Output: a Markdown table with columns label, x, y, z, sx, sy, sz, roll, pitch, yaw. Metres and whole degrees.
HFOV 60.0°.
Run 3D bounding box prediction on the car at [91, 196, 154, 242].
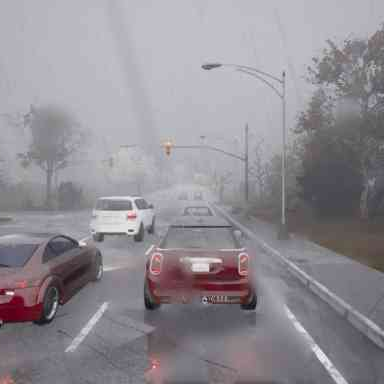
| label | x | y | z | sx | sy | sz | roll | pitch | yaw |
| --- | --- | --- | --- | --- | --- | --- | --- | --- | --- |
| car | -3.246 | 1.221 | 16.543 | 2.150 | 2.045 | 5.566 | 0 | 0 | 3 |

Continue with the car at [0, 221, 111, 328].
| label | x | y | z | sx | sy | sz | roll | pitch | yaw |
| --- | --- | --- | --- | --- | --- | --- | --- | --- | --- |
| car | -3.337 | 1.564 | 7.125 | 1.994 | 1.385 | 4.181 | 0 | 0 | 0 |

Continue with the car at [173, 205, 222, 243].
| label | x | y | z | sx | sy | sz | roll | pitch | yaw |
| --- | --- | --- | --- | --- | --- | --- | --- | --- | --- |
| car | 0.290 | 1.491 | 16.981 | 2.128 | 1.511 | 4.902 | 0 | 0 | 1 |

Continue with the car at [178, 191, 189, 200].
| label | x | y | z | sx | sy | sz | roll | pitch | yaw |
| --- | --- | --- | --- | --- | --- | --- | --- | --- | --- |
| car | -2.123 | 1.043 | 75.557 | 1.994 | 1.385 | 4.181 | 0 | 3 | 1 |

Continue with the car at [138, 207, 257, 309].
| label | x | y | z | sx | sy | sz | roll | pitch | yaw |
| --- | --- | --- | --- | --- | --- | --- | --- | --- | --- |
| car | 0.173 | 1.352 | 8.005 | 2.097 | 1.767 | 4.553 | 0 | 0 | 1 |

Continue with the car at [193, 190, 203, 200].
| label | x | y | z | sx | sy | sz | roll | pitch | yaw |
| --- | --- | --- | --- | --- | --- | --- | --- | --- | --- |
| car | 1.377 | 1.015 | 75.483 | 1.812 | 1.442 | 4.674 | 0 | 3 | 1 |

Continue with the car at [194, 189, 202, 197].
| label | x | y | z | sx | sy | sz | roll | pitch | yaw |
| --- | --- | --- | --- | --- | --- | --- | --- | --- | --- |
| car | 1.583 | 0.171 | 85.444 | 2.097 | 1.767 | 4.553 | 0 | 3 | 1 |

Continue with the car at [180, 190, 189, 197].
| label | x | y | z | sx | sy | sz | roll | pitch | yaw |
| --- | --- | --- | --- | --- | --- | --- | --- | --- | --- |
| car | -1.915 | 0.354 | 85.556 | 2.033 | 1.411 | 5.357 | 0 | 3 | 1 |
